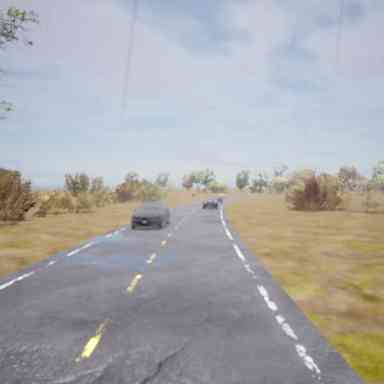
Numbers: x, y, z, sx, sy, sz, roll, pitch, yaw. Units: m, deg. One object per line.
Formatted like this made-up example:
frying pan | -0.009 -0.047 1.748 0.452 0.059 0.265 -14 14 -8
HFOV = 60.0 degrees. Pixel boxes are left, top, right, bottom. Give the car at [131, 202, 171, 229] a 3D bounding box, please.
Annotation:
car | -2.490 1.387 20.922 1.882 1.535 5.008 0 0 3

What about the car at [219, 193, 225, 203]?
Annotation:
car | 4.794 1.304 61.730 2.033 1.411 5.357 0 0 8

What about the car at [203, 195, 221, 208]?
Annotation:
car | 2.478 1.426 43.442 1.895 1.301 4.718 0 0 6
